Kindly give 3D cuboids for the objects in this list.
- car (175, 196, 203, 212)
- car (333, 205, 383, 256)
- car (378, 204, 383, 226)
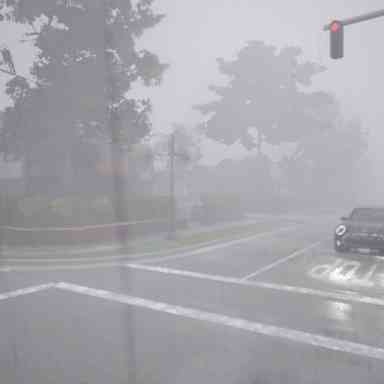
[{"bbox_3d":[-0.052,1.127,32.064,3.806,1.475,1.970,0,0,36],"label":"car"},{"bbox_3d":[6.974,1.349,12.838,2.097,1.767,4.553,0,0,35],"label":"car"},{"bbox_3d":[14.677,1.598,23.822,1.895,1.301,4.718,0,0,35],"label":"car"}]
